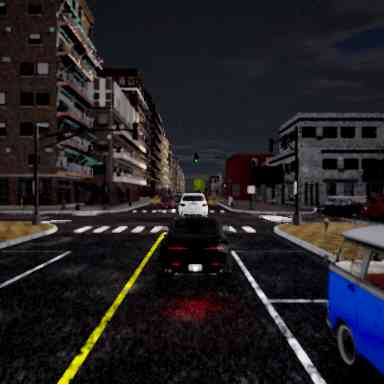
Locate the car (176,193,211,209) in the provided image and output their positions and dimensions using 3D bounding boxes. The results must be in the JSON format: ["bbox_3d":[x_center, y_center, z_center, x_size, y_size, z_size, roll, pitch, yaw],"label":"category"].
[{"bbox_3d":[0.099,1.132,27.065,2.150,2.045,5.566,0,0,0],"label":"car"}]

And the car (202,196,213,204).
[{"bbox_3d":[2.681,1.416,58.931,1.802,1.307,4.206,0,0,0],"label":"car"}]

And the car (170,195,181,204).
[{"bbox_3d":[-3.027,1.355,60.931,1.812,1.442,4.674,0,0,0],"label":"car"}]

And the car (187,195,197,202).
[{"bbox_3d":[-0.014,1.344,74.348,2.033,1.411,5.357,0,0,0],"label":"car"}]

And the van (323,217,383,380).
[{"bbox_3d":[2.661,1.330,3.065,1.690,1.788,3.998,0,0,0],"label":"van"}]

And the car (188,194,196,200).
[{"bbox_3d":[-0.017,1.327,84.663,2.033,1.411,5.357,0,0,0],"label":"car"}]

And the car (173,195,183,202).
[{"bbox_3d":[-3.015,1.362,70.947,1.994,1.385,4.181,0,0,0],"label":"car"}]

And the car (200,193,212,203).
[{"bbox_3d":[2.681,1.137,64.470,2.192,1.841,5.009,0,0,0],"label":"car"}]

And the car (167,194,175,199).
[{"bbox_3d":[-5.707,1.322,92.165,1.887,1.381,4.507,0,0,0],"label":"car"}]

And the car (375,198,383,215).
[{"bbox_3d":[20.417,1.423,32.354,4.097,1.590,1.967,0,0,0],"label":"car"}]

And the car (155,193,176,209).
[{"bbox_3d":[-3.108,1.223,42.931,2.097,1.767,4.553,0,0,0],"label":"car"}]

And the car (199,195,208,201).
[{"bbox_3d":[2.676,1.343,81.088,2.008,1.369,4.403,0,0,0],"label":"car"}]

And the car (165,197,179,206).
[{"bbox_3d":[-3.086,1.451,51.875,1.895,1.301,4.718,0,0,0],"label":"car"}]

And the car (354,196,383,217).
[{"bbox_3d":[14.918,1.269,23.960,5.009,1.841,2.192,0,0,0],"label":"car"}]

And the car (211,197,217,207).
[{"bbox_3d":[2.683,1.384,48.023,1.752,1.417,4.829,0,0,0],"label":"car"}]

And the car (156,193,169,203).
[{"bbox_3d":[-5.700,1.137,64.467,2.192,1.841,5.009,0,0,0],"label":"car"}]

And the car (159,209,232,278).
[{"bbox_3d":[0.098,1.470,10.022,1.837,1.490,4.892,0,0,0],"label":"car"}]

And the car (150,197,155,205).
[{"bbox_3d":[-5.699,1.372,53.219,1.752,1.417,4.829,0,0,0],"label":"car"}]

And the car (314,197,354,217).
[{"bbox_3d":[13.435,1.449,29.742,4.902,1.511,2.128,0,0,0],"label":"car"}]
